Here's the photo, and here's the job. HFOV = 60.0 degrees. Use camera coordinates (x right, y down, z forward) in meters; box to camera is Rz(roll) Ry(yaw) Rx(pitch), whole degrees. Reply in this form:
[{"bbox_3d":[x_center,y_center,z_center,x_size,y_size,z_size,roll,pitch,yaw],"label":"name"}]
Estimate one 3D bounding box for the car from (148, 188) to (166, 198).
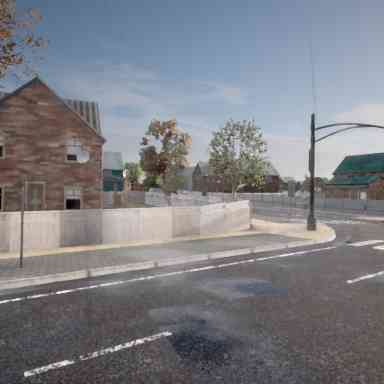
[{"bbox_3d":[-6.544,0.336,61.636,2.150,2.045,5.566,1,1,-21],"label":"car"}]
